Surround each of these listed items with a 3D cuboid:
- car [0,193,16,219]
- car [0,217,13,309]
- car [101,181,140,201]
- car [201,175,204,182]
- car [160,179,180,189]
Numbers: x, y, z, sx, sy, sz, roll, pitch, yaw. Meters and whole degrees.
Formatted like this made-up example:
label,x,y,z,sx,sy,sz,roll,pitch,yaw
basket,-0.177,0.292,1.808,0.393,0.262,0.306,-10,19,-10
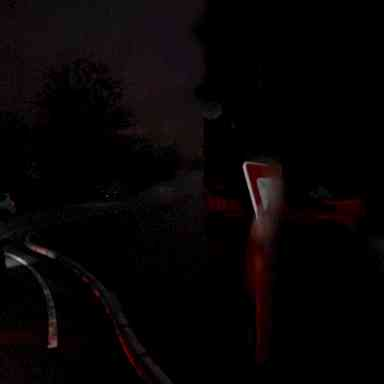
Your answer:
label,x,y,z,sx,sy,sz,roll,pitch,yaw
car,-15.285,1.134,23.128,2.150,2.045,5.566,0,2,34
car,-5.139,1.552,7.298,1.837,1.490,4.892,0,0,-31
car,-8.129,-0.191,38.282,2.150,2.045,5.566,0,5,21
car,2.847,-2.888,68.395,1.882,1.535,5.008,0,5,5
car,-3.353,-1.338,52.994,2.033,1.411,5.357,0,5,15
